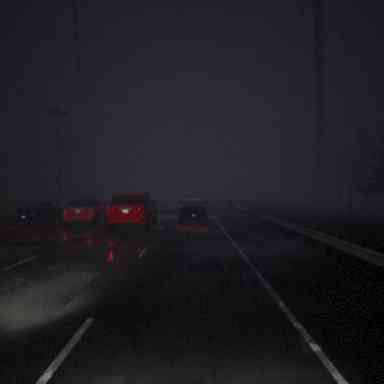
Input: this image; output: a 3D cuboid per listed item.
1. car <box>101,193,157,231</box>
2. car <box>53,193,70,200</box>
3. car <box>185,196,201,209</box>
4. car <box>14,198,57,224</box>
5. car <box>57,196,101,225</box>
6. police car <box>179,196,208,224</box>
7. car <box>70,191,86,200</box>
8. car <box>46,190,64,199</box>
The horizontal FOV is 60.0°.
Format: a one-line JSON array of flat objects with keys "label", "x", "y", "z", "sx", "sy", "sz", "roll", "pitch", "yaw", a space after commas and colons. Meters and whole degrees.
[{"label": "car", "x": -3.401, "y": 1.064, "z": 19.663, "sx": 2.150, "sy": 2.045, "sz": 5.566, "roll": 0, "pitch": 0, "yaw": 0}, {"label": "car", "x": -28.133, "y": 0.905, "z": 71.788, "sx": 1.882, "sy": 1.535, "sz": 5.008, "roll": 0, "pitch": 0, "yaw": -2}, {"label": "car", "x": 0.099, "y": 1.199, "z": 40.972, "sx": 1.812, "sy": 1.442, "sz": 4.674, "roll": 0, "pitch": 0, "yaw": 0}, {"label": "car", "x": -10.398, "y": 1.342, "z": 22.842, "sx": 1.812, "sy": 1.442, "sz": 4.674, "roll": 0, "pitch": 0, "yaw": 0}, {"label": "car", "x": -6.898, "y": 1.174, "z": 22.217, "sx": 2.097, "sy": 1.767, "sz": 4.553, "roll": 0, "pitch": 0, "yaw": 0}, {"label": "police car", "x": 0.100, "y": 1.239, "z": 23.247, "sx": 1.930, "sy": 1.638, "sz": 5.238, "roll": 0, "pitch": 0, "yaw": 0}, {"label": "car", "x": -24.648, "y": 0.779, "z": 72.191, "sx": 2.097, "sy": 1.767, "sz": 4.553, "roll": 0, "pitch": 0, "yaw": -2}, {"label": "car", "x": -31.947, "y": 0.605, "z": 77.600, "sx": 2.150, "sy": 2.045, "sz": 5.566, "roll": 0, "pitch": 0, "yaw": -3}]
